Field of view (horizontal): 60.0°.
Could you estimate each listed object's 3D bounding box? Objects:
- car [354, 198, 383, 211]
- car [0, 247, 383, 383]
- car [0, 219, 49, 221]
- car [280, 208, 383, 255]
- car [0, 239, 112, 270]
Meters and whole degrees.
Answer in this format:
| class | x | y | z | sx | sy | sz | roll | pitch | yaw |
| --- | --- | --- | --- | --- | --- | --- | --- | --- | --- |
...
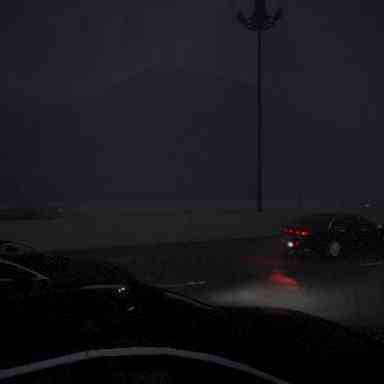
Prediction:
| class | x | y | z | sx | sy | sz | roll | pitch | yaw |
| --- | --- | --- | --- | --- | --- | --- | --- | --- | --- |
| car | 22.135 | 1.495 | 40.690 | 4.892 | 1.490 | 1.837 | 0 | 0 | -32 |
| car | -0.491 | 1.492 | 2.366 | 4.902 | 1.511 | 2.128 | 0 | 0 | -20 |
| car | -9.817 | 1.599 | 17.808 | 4.718 | 1.301 | 1.895 | 0 | 0 | -19 |
| car | 5.580 | 1.504 | 12.280 | 4.892 | 1.490 | 1.837 | -1 | 0 | -22 |
| car | -3.262 | 1.490 | 5.086 | 4.902 | 1.511 | 2.128 | 0 | 0 | -19 |
